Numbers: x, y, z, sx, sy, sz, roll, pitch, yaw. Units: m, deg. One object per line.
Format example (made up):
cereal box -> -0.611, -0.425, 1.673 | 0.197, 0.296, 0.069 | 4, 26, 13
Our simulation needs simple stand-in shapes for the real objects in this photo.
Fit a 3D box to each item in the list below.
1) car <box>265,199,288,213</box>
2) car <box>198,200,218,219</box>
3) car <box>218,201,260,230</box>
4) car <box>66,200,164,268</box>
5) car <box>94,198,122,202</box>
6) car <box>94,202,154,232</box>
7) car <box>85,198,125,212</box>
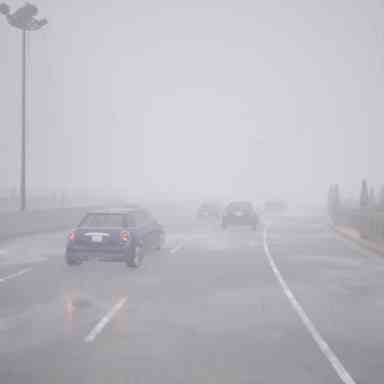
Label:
car -> 9.781, 1.510, 38.398 | 1.882, 1.535, 5.008 | 0, 0, 26
car -> 1.917, 1.500, 28.967 | 1.837, 1.490, 4.892 | 0, 0, 19
car -> 3.284, 1.359, 21.630 | 2.097, 1.767, 4.553 | 0, 0, 14
car -> -2.377, 1.334, 11.429 | 2.097, 1.767, 4.553 | 0, 0, 8
car -> -7.977, 1.448, 33.062 | 1.837, 1.490, 4.892 | 0, 0, 20
car -> -4.111, 1.473, 20.989 | 1.837, 1.490, 4.892 | 0, 0, 13
car -> -9.829, 1.437, 38.027 | 1.837, 1.490, 4.892 | 0, -1, 22
